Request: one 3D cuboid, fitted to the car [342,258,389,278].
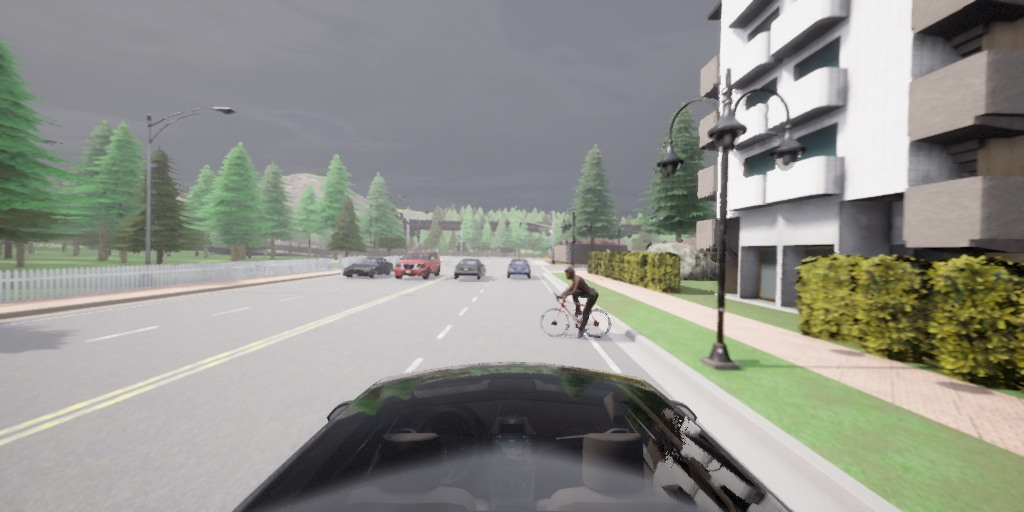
[{"bbox_3d":[-10.094,0.828,25.796,2.033,1.411,5.357,1,1,1],"label":"car"}]

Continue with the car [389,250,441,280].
[{"bbox_3d":[-6.590,0.614,25.702,2.150,2.045,5.566,1,1,1],"label":"car"}]

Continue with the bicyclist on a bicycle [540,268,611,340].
[{"bbox_3d":[1.491,1.111,8.356,1.656,1.620,0.582,1,1,1],"label":"bicyclist on a bicycle"}]

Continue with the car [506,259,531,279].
[{"bbox_3d":[0.545,0.948,27.979,2.033,1.411,5.357,1,1,1],"label":"car"}]

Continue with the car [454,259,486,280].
[{"bbox_3d":[-2.987,0.902,26.138,2.033,1.411,5.357,1,1,1],"label":"car"}]
